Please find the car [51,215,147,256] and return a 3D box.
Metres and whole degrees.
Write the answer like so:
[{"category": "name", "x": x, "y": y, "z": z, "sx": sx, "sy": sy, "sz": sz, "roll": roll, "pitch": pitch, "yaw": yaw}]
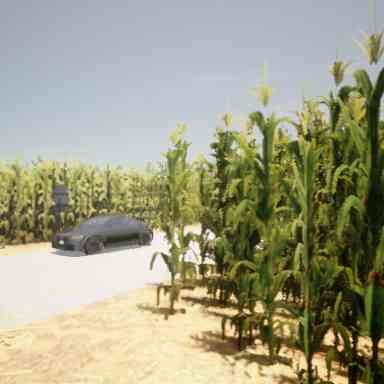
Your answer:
[{"category": "car", "x": -3.601, "y": 1.688, "z": 13.911, "sx": 1.994, "sy": 1.385, "sz": 4.181, "roll": -1, "pitch": -1, "yaw": 39}]
